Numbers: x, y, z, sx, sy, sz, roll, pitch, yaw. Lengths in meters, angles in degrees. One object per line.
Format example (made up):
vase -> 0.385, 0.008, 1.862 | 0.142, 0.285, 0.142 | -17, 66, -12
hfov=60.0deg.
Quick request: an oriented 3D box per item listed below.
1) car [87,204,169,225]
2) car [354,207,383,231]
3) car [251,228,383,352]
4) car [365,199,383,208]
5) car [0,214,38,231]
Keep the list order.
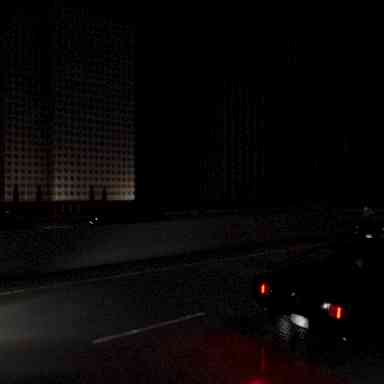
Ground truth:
car -> -4.207, 1.553, 22.484 | 5.357, 1.411, 2.033 | 0, 0, -35
car -> 8.769, 1.533, 14.295 | 4.674, 1.442, 1.812 | 0, 0, -35
car -> 3.397, 1.604, 6.167 | 4.718, 1.301, 1.895 | 0, 0, -35
car -> 16.922, 1.367, 28.944 | 4.553, 1.767, 2.097 | 0, 0, -35
car -> -9.620, 1.548, 14.326 | 5.357, 1.411, 2.033 | 0, 0, -35
